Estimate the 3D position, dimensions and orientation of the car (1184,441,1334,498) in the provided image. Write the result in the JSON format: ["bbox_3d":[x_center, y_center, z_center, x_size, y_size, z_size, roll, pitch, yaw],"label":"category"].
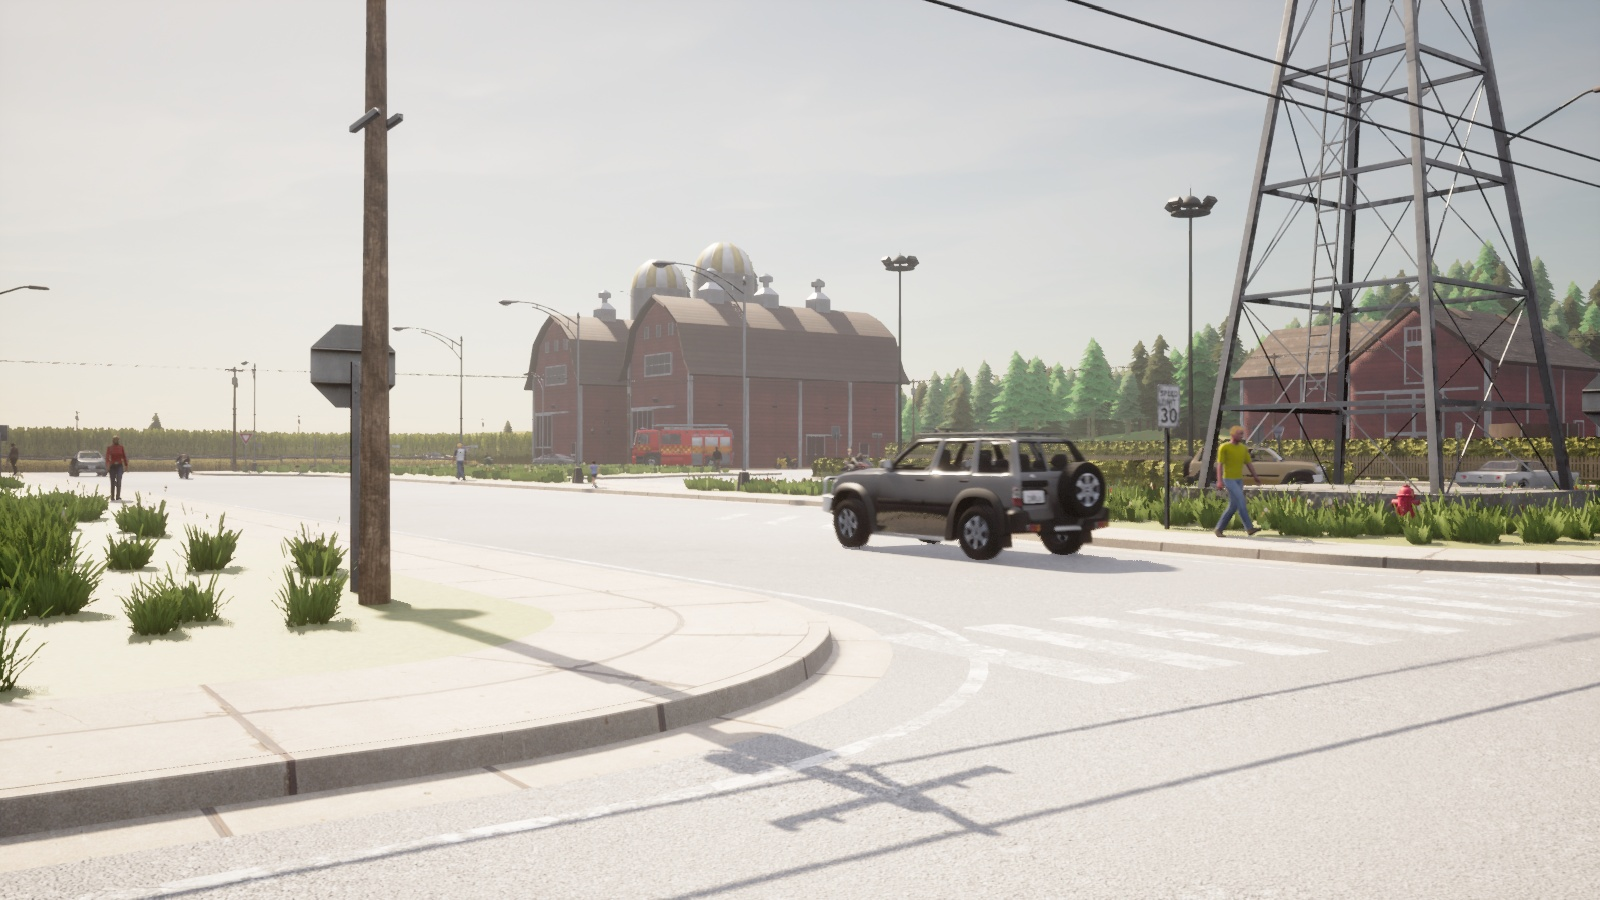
[{"bbox_3d":[15.545,0.632,42.522,4.605,1.855,1.932,0,0,25],"label":"car"}]

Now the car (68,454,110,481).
[{"bbox_3d":[-42.094,0.994,74.321,1.789,1.549,3.705,0,0,-36],"label":"car"}]

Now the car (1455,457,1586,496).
[{"bbox_3d":[25.671,0.900,44.710,4.718,1.301,1.895,0,0,-29],"label":"car"}]

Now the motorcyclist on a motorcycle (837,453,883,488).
[{"bbox_3d":[2.691,0.913,56.608,0.866,1.530,2.191,0,0,-36],"label":"motorcyclist on a motorcycle"}]

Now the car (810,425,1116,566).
[{"bbox_3d":[2.295,0.603,18.880,1.932,1.855,4.605,0,0,-36],"label":"car"}]

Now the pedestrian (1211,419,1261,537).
[{"bbox_3d":[6.893,0.434,19.850,0.354,1.836,0.706,0,0,-25],"label":"pedestrian"}]

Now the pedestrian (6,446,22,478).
[{"bbox_3d":[-43.865,0.665,70.043,0.869,1.805,0.328,0,0,24],"label":"pedestrian"}]

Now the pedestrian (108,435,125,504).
[{"bbox_3d":[-18.367,0.522,33.750,0.331,1.846,0.636,0,0,-35],"label":"pedestrian"}]

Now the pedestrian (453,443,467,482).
[{"bbox_3d":[-16.114,0.580,59.519,0.354,1.836,0.706,0,0,-38],"label":"pedestrian"}]

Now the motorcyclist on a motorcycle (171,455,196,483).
[{"bbox_3d":[-33.781,1.020,68.798,0.866,1.530,2.191,0,0,-36],"label":"motorcyclist on a motorcycle"}]
